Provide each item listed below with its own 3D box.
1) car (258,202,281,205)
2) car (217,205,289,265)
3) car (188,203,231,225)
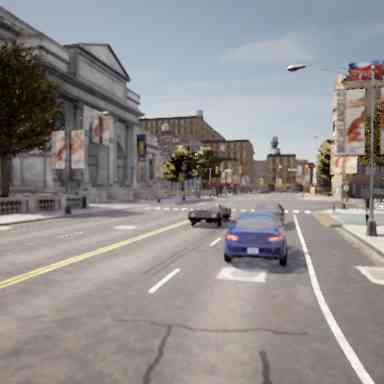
[{"bbox_3d":[4.720,1.307,20.340,2.033,1.411,5.357,0,1,16],"label":"car"},{"bbox_3d":[2.208,1.392,11.150,1.812,1.442,4.674,0,1,15],"label":"car"},{"bbox_3d":[1.264,1.341,20.983,1.895,1.301,4.718,0,1,16],"label":"car"}]
